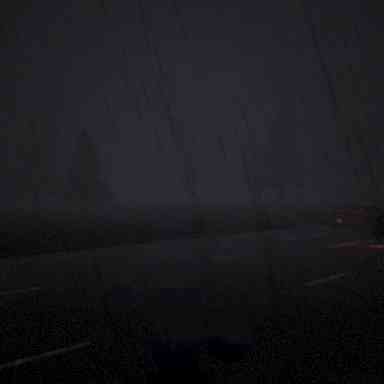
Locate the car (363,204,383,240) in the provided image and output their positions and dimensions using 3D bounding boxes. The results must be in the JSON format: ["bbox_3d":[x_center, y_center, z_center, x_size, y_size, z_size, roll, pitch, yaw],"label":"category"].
[{"bbox_3d":[10.255,1.409,15.356,5.008,1.535,1.882,0,0,-35],"label":"car"}]

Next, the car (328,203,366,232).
[{"bbox_3d":[10.006,1.400,19.479,5.008,1.535,1.882,0,0,-35],"label":"car"}]
